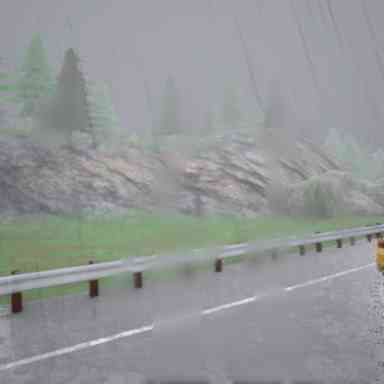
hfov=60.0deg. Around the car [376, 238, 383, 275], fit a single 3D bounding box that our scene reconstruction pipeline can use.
[{"bbox_3d":[6.920,1.484,9.092,5.008,1.535,1.882,0,0,-38],"label":"car"}]
